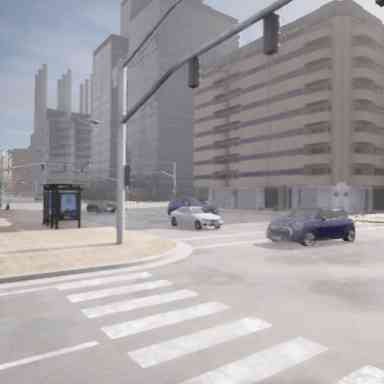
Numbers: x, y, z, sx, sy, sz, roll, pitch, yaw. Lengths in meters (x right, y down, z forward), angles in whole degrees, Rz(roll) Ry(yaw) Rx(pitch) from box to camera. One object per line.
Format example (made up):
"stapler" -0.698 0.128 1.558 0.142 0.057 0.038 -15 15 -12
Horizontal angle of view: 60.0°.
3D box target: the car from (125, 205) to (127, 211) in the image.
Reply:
"car" -10.265 1.797 43.223 2.033 1.411 5.357 1 -1 -36

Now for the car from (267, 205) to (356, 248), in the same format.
"car" 5.766 1.514 16.017 4.553 1.767 2.097 1 -1 -32

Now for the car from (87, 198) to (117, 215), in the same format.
"car" -10.143 1.700 37.089 2.128 1.511 4.902 1 -1 -36

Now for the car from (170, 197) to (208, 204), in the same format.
"car" -0.019 1.472 29.198 2.150 2.045 5.566 1 0 -36

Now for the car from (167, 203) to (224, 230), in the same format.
"car" 0.186 1.737 23.011 1.812 1.442 4.674 1 0 -35
